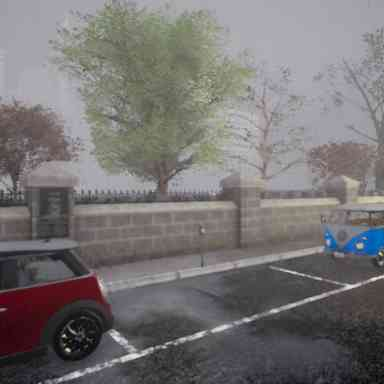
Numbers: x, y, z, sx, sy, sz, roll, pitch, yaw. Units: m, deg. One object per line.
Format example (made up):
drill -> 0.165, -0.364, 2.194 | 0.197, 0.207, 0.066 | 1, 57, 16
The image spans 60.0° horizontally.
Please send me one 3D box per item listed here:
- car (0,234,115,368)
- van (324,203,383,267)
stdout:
car -> -3.213, 1.442, 4.265 | 4.097, 1.590, 1.967 | 0, 0, -35
van -> 5.954, 1.276, 10.803 | 3.998, 1.788, 1.690 | 0, 0, -35
